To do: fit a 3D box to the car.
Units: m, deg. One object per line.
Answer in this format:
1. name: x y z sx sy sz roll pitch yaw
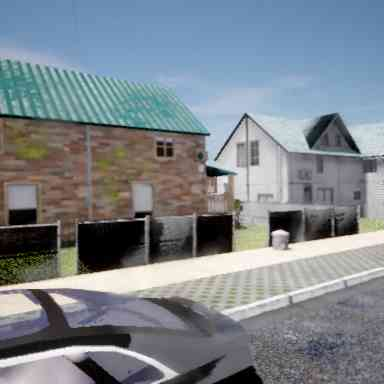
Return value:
1. car: -1.720 1.493 1.844 4.902 1.511 2.128 0 0 -35
